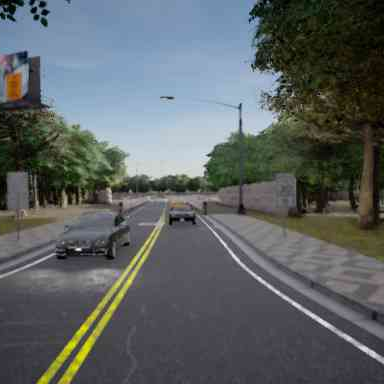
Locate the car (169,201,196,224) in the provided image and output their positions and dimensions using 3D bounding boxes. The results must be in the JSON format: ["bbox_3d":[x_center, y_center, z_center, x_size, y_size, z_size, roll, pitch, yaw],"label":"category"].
[{"bbox_3d":[-0.763,1.618,24.815,1.895,1.301,4.718,0,0,-3],"label":"car"}]

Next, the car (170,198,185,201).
[{"bbox_3d":[-1.564,1.507,39.626,1.882,1.535,5.008,0,0,-4],"label":"car"}]

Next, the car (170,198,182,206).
[{"bbox_3d":[-2.837,1.655,58.080,1.895,1.301,4.718,0,0,-4],"label":"car"}]

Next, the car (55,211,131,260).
[{"bbox_3d":[-3.508,1.523,12.574,1.837,1.490,4.892,0,-1,-1],"label":"car"}]
